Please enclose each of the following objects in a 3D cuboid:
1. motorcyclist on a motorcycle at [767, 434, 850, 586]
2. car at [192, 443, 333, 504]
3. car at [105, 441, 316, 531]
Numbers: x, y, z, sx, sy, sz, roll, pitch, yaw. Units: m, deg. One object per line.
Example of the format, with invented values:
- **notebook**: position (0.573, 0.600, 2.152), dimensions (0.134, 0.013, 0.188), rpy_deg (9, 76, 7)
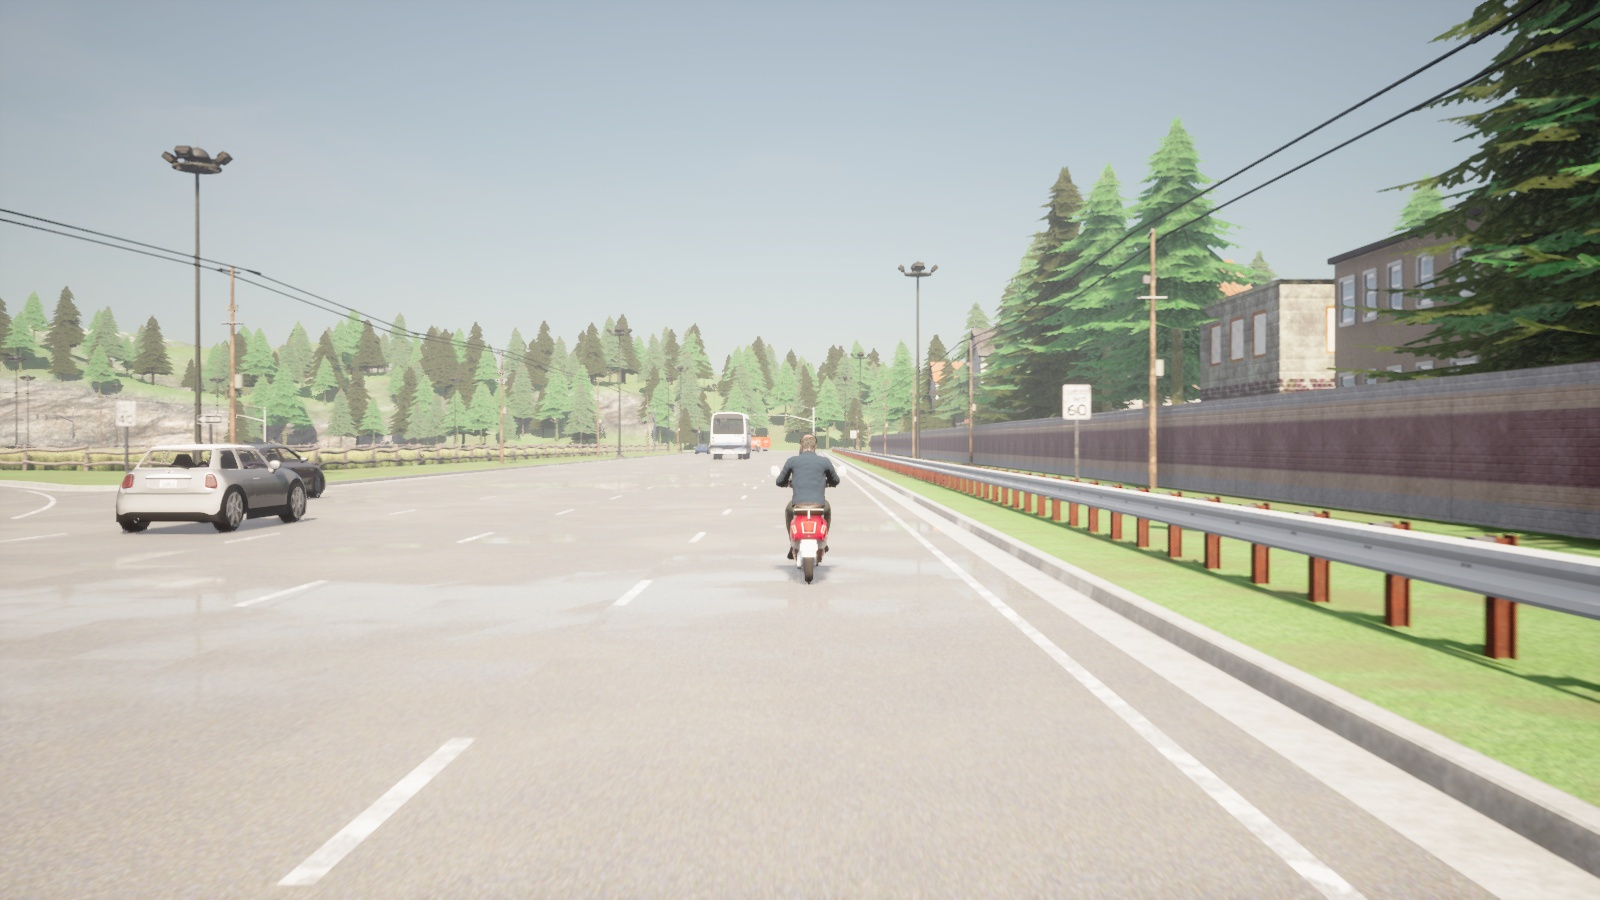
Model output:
- **motorcyclist on a motorcycle**: position (0.095, 0.621, 13.991), dimensions (0.866, 1.590, 1.817), rpy_deg (0, 0, 0)
- **car**: position (-13.799, 0.565, 32.508), dimensions (1.816, 1.474, 4.193), rpy_deg (0, 0, 0)
- **car**: position (-10.357, 0.575, 22.400), dimensions (1.970, 1.475, 3.806), rpy_deg (0, 0, 0)
